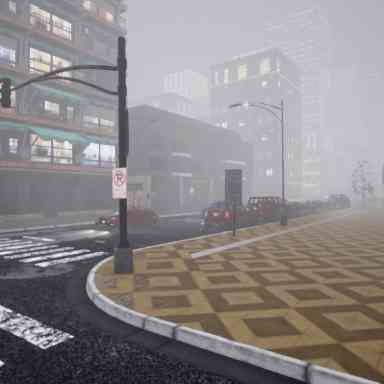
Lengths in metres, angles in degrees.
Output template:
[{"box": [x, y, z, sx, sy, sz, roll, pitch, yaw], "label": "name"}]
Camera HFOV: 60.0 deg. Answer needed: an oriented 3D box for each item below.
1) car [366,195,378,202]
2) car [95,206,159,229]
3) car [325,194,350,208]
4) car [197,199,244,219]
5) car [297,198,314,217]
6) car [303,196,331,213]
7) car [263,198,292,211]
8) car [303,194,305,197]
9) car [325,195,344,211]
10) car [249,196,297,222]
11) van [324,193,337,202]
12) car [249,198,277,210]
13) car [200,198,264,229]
[{"box": [35.647, 1.334, 65.776, 1.887, 1.381, 4.507, -1, 0, 36], "label": "car"}, {"box": [-3.990, 1.552, 21.002, 1.994, 1.385, 4.181, -1, 0, 36], "label": "car"}, {"box": [19.081, 1.168, 43.245, 2.192, 1.841, 5.009, -1, 0, 36], "label": "car"}, {"box": [2.678, 1.442, 30.067, 1.882, 1.535, 5.008, -1, 0, 36], "label": "car"}, {"box": [9.146, 1.471, 29.724, 1.802, 1.307, 4.206, -1, 0, 36], "label": "car"}, {"box": [12.458, 1.421, 34.231, 1.887, 1.381, 4.507, -1, 0, 36], "label": "car"}, {"box": [10.601, 1.461, 40.807, 1.812, 1.442, 4.674, -1, -1, 37], "label": "car"}, {"box": [22.572, 1.440, 61.293, 1.752, 1.417, 4.829, -1, 0, 36], "label": "car"}, {"box": [15.771, 1.415, 38.737, 2.008, 1.369, 4.403, -1, 0, 36], "label": "car"}, {"box": [5.830, 1.216, 25.219, 2.192, 1.841, 5.009, -1, 0, 36], "label": "car"}, {"box": [29.297, 1.230, 70.444, 1.690, 1.788, 3.998, -1, 0, 36], "label": "van"}, {"box": [9.321, 1.489, 43.267, 1.752, 1.417, 4.829, -1, 0, 36], "label": "car"}, {"box": [2.519, 1.353, 20.712, 1.967, 1.590, 4.097, -1, 0, 36], "label": "car"}]
